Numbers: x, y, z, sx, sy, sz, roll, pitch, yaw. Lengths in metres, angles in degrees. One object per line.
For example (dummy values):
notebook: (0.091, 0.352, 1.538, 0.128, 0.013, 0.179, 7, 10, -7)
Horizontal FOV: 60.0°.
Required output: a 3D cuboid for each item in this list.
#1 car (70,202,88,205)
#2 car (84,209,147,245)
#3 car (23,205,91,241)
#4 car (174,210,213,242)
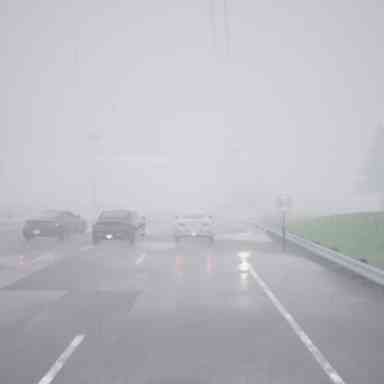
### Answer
car: (-27.523, 3.074, 80.882, 1.994, 1.385, 4.181, 0, -2, 1)
car: (-3.409, 1.604, 16.121, 1.837, 1.490, 4.892, 0, -1, 0)
car: (-6.908, 1.632, 17.100, 1.812, 1.442, 4.674, 0, -1, 0)
car: (0.087, 1.638, 17.036, 1.812, 1.442, 4.674, 0, -1, 0)
